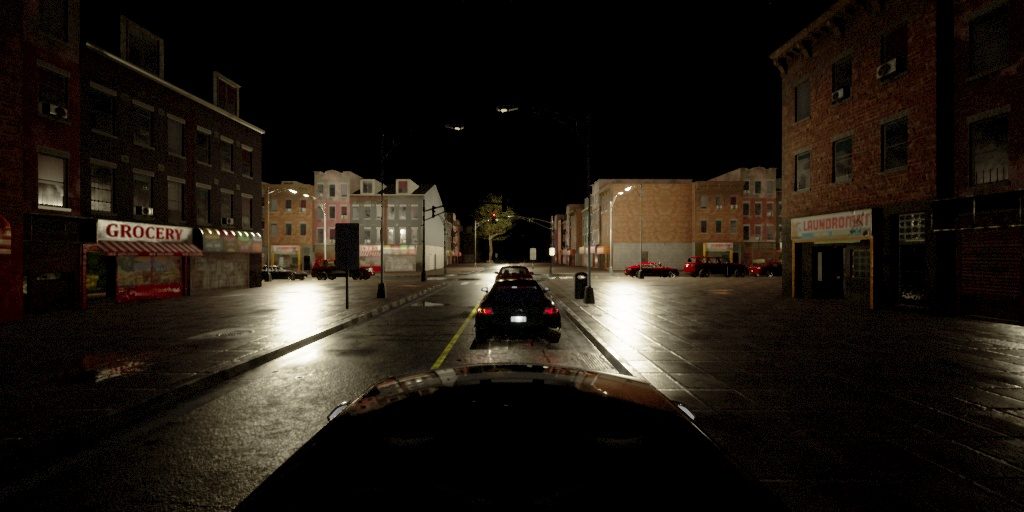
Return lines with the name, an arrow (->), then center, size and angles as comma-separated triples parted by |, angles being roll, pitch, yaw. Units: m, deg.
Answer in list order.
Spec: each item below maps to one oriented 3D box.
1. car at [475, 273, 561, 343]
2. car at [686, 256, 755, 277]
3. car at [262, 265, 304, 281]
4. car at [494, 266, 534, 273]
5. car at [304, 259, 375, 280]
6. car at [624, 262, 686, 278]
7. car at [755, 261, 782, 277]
car -> 0.110, 1.316, 9.648 | 1.994, 1.385, 4.181 | 0, 0, -1
car -> 17.391, 0.948, 30.731 | 5.009, 1.841, 2.192 | 0, 0, 0
car -> -19.877, 1.473, 30.677 | 4.313, 1.339, 1.948 | 0, 0, 0
car -> 0.106, 1.236, 18.612 | 1.882, 1.535, 5.008 | 0, 0, 0
car -> -14.451, 1.180, 30.685 | 5.009, 1.841, 2.192 | 0, 0, 0
car -> 11.957, 1.217, 30.723 | 4.507, 1.381, 1.888 | 0, 0, 0
car -> 22.825, 1.141, 30.739 | 4.507, 1.381, 1.888 | 0, 0, 0
